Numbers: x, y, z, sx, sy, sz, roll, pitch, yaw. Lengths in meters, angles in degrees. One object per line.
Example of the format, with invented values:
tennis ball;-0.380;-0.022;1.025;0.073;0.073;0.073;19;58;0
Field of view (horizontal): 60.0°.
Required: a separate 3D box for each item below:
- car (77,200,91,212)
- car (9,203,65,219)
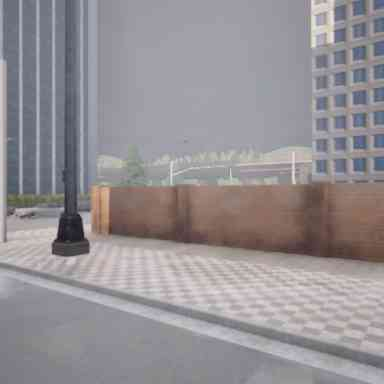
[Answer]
car;-12.298;1.637;37.422;2.033;1.411;5.357;0;0;35
car;-13.307;1.680;29.886;1.895;1.301;4.718;0;0;35
